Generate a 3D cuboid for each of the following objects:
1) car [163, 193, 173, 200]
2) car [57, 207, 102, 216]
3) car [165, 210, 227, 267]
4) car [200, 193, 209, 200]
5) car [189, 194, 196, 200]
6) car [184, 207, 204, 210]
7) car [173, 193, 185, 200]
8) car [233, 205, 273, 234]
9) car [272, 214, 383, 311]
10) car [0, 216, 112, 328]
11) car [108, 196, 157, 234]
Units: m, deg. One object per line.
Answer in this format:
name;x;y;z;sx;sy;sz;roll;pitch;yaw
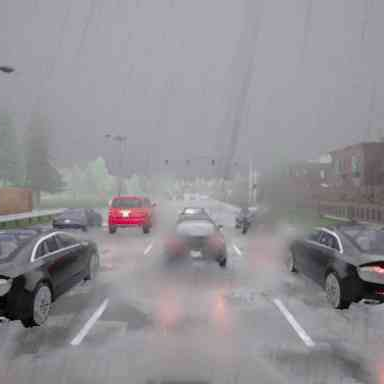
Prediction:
car;-6.855;1.315;92.939;2.150;2.045;5.566;0;0;0
car;-6.883;1.585;20.442;1.994;1.385;4.181;0;0;0
car;0.112;1.538;11.270;1.812;1.442;4.674;0;0;0
car;3.645;1.316;92.922;2.150;2.045;5.566;0;0;0
car;0.145;1.630;92.897;2.033;1.411;5.357;0;0;0
car;0.115;1.586;20.170;1.994;1.385;4.181;0;0;0
car;-3.355;1.315;92.933;2.150;2.045;5.566;0;0;0
car;3.611;1.526;19.370;1.837;1.490;4.892;0;0;0
car;3.601;1.501;7.762;2.128;1.511;4.902;0;0;0
car;-3.402;1.499;6.979;2.128;1.511;4.902;0;0;0
car;-3.384;1.243;19.658;2.150;2.045;5.566;0;0;0
